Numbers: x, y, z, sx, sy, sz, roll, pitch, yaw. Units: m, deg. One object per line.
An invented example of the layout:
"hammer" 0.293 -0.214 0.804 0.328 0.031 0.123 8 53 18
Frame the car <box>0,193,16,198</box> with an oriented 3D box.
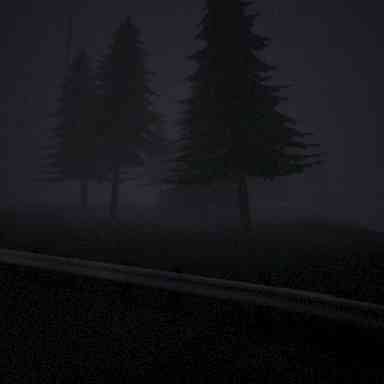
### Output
"car" -39.131 1.221 69.512 2.150 2.045 5.566 0 0 5
